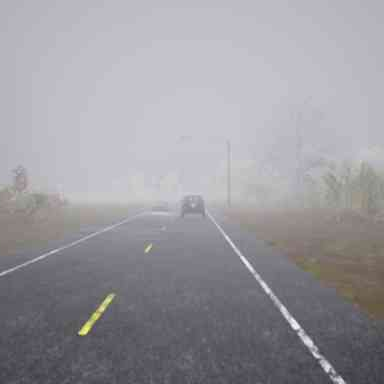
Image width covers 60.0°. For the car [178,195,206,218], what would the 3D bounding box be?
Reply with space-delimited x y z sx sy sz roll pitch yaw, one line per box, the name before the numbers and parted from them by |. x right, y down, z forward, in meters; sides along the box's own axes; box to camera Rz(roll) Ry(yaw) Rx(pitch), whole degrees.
car | 0.095 1.276 30.800 2.150 2.045 5.566 0 0 0

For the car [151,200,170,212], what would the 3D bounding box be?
car | -3.596 1.626 38.991 1.994 1.385 4.181 0 0 0

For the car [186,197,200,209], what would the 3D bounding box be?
car | 0.091 1.545 47.434 1.882 1.535 5.008 0 0 0
